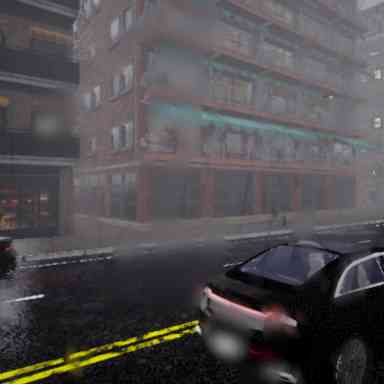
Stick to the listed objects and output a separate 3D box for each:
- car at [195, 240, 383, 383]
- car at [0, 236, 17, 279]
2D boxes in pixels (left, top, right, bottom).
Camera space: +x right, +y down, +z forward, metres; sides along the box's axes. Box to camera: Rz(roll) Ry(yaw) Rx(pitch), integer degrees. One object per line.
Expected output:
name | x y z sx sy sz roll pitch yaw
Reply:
car | 2.343 1.514 5.163 4.902 1.511 2.128 0 0 -36
car | -6.488 1.506 7.065 4.892 1.490 1.837 0 0 -35
